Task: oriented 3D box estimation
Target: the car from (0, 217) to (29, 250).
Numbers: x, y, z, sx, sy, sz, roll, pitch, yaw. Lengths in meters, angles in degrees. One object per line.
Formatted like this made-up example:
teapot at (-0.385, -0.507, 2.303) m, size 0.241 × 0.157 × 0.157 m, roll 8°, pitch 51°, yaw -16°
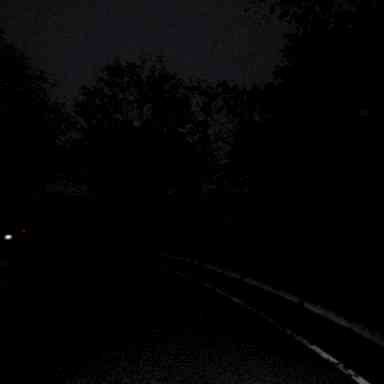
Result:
car at (-8.595, 1.683, 13.488) m, size 4.181 × 1.385 × 1.994 m, roll -1°, pitch 0°, yaw 31°
